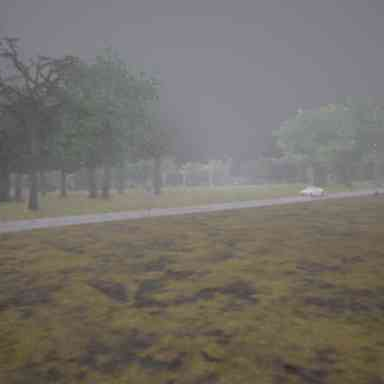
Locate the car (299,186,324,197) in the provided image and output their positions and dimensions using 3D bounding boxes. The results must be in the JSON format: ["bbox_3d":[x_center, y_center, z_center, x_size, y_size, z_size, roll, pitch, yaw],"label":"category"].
[{"bbox_3d":[17.434,-0.063,48.354,4.674,1.442,1.812,-3,2,-39],"label":"car"}]
